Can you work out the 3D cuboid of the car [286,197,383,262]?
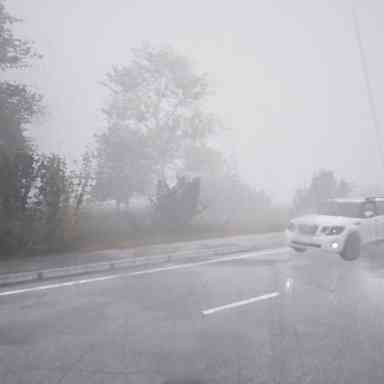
[{"bbox_3d":[5.965,1.224,12.542,5.566,2.045,2.150,0,0,-35],"label":"car"}]
